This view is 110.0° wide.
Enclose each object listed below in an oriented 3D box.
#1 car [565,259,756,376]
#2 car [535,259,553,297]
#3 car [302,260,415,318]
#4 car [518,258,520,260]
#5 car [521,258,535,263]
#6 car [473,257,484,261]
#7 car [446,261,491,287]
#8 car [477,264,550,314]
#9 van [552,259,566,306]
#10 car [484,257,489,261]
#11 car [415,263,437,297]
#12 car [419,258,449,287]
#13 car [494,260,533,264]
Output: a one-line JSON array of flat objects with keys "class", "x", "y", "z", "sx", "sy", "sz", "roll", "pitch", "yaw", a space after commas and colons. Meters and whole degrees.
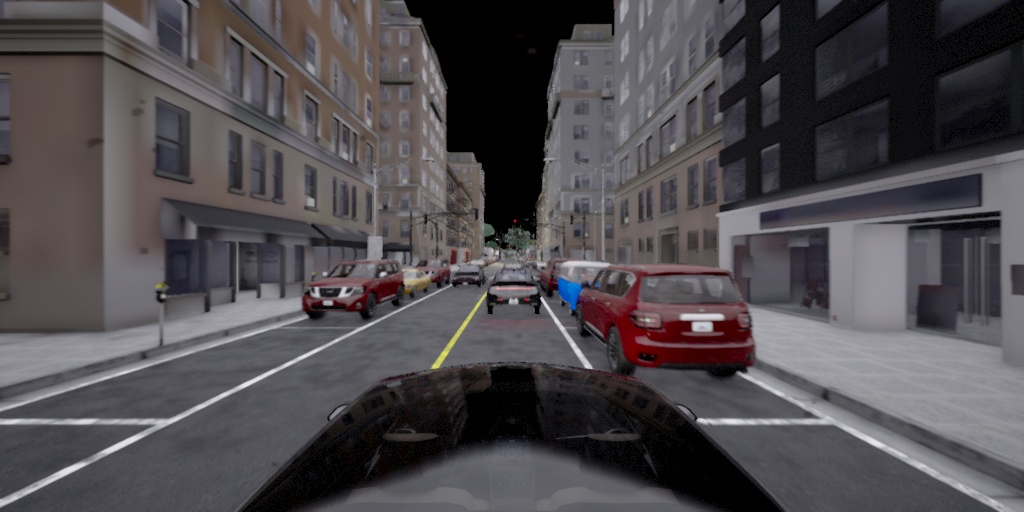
[{"class": "car", "x": 2.636, "y": 1.062, "z": 7.357, "sx": 2.192, "sy": 1.841, "sz": 5.009, "roll": 0, "pitch": 0, "yaw": 0}, {"class": "car", "x": 2.633, "y": 1.055, "z": 18.715, "sx": 2.192, "sy": 1.841, "sz": 5.009, "roll": 0, "pitch": 0, "yaw": 0}, {"class": "car", "x": -5.402, "y": 1.058, "z": 13.036, "sx": 2.192, "sy": 1.841, "sz": 5.009, "roll": 0, "pitch": 0, "yaw": 0}, {"class": "car", "x": 2.621, "y": 1.262, "z": 62.366, "sx": 2.007, "sy": 1.370, "sz": 4.403, "roll": 0, "pitch": 0, "yaw": 0}, {"class": "car", "x": 2.624, "y": 1.268, "z": 51.402, "sx": 2.007, "sy": 1.370, "sz": 4.403, "roll": 0, "pitch": 0, "yaw": 0}, {"class": "car", "x": -5.429, "y": 1.243, "z": 51.230, "sx": 1.751, "sy": 1.417, "sz": 4.829, "roll": 0, "pitch": 0, "yaw": 0}, {"class": "car", "x": -2.797, "y": 1.283, "z": 24.315, "sx": 2.033, "sy": 1.411, "sz": 5.357, "roll": 0, "pitch": 0, "yaw": 1}, {"class": "car", "x": 0.065, "y": 1.233, "z": 13.688, "sx": 2.128, "sy": 1.511, "sz": 4.902, "roll": 0, "pitch": 0, "yaw": 0}, {"class": "van", "x": 2.635, "y": 1.084, "z": 13.036, "sx": 1.690, "sy": 1.789, "sz": 3.998, "roll": 0, "pitch": 0, "yaw": 0}, {"class": "car", "x": -5.428, "y": 1.236, "z": 62.193, "sx": 1.751, "sy": 1.417, "sz": 4.829, "roll": 0, "pitch": 0, "yaw": 0}, {"class": "car", "x": -5.404, "y": 1.265, "z": 18.543, "sx": 1.751, "sy": 1.417, "sz": 4.829, "roll": 0, "pitch": 0, "yaw": 0}, {"class": "car", "x": -5.407, "y": 1.050, "z": 24.393, "sx": 2.192, "sy": 1.841, "sz": 5.009, "roll": 0, "pitch": 0, "yaw": 0}, {"class": "car", "x": 0.063, "y": 1.227, "z": 24.958, "sx": 2.128, "sy": 1.511, "sz": 4.902, "roll": 0, "pitch": 0, "yaw": -1}]
